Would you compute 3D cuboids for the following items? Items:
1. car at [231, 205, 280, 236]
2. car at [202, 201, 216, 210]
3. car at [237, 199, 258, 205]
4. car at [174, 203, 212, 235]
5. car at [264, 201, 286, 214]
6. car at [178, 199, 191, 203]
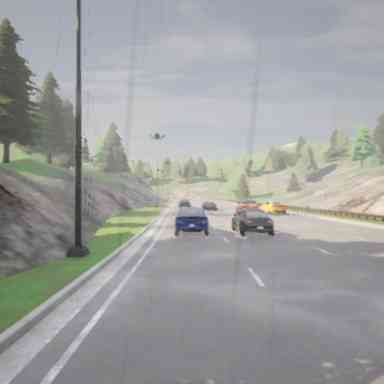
[{"bbox_3d":[3.470,1.693,19.443,1.812,1.442,4.674,0,0,-1],"label":"car"},{"bbox_3d":[2.488,1.990,49.258,1.994,1.385,4.181,0,0,-2],"label":"car"},{"bbox_3d":[6.374,1.682,38.563,2.097,1.767,4.553,0,-1,-2],"label":"car"},{"bbox_3d":[-0.053,1.653,20.170,1.882,1.535,5.008,0,0,-1],"label":"car"},{"bbox_3d":[9.828,1.819,40.052,1.882,1.535,5.008,0,0,-2],"label":"car"},{"bbox_3d":[-1.198,1.978,54.394,1.837,1.490,4.892,0,0,-2],"label":"car"}]
